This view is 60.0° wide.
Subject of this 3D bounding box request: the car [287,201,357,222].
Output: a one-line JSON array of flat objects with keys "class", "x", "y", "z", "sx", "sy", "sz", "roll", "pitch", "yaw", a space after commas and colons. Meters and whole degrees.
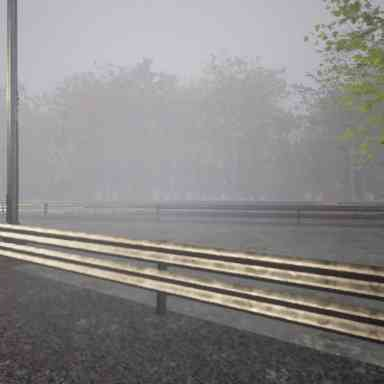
[{"class": "car", "x": 10.398, "y": 1.527, "z": 26.892, "sx": 5.366, "sy": 1.575, "sz": 1.801, "roll": 0, "pitch": 0, "yaw": 15}]
